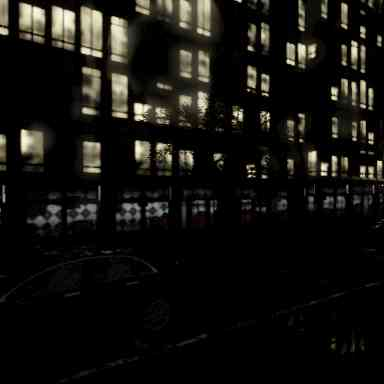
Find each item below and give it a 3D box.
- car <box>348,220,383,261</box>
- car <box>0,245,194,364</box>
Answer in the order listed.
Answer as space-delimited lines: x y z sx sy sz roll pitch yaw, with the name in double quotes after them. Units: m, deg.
7.245 1.633 11.714 4.403 1.369 2.008 0 -1 -35 "car"
-2.019 1.558 5.127 4.403 1.369 2.008 0 -1 -35 "car"
